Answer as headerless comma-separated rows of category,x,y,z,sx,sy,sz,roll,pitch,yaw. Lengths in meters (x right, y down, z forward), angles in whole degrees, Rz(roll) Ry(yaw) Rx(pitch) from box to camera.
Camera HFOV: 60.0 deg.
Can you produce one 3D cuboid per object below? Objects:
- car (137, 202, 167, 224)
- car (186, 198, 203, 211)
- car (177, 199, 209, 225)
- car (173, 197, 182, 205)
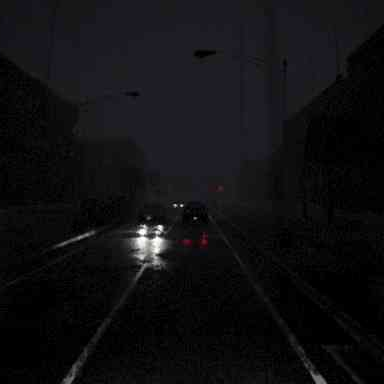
car,-2.963,1.540,25.313,2.128,1.511,4.902,0,0,0
car,0.331,1.629,42.995,2.128,1.511,4.902,0,0,0
car,0.230,1.539,24.593,2.128,1.511,4.902,0,0,0
car,-2.658,1.777,65.899,1.994,1.385,4.181,0,0,1
